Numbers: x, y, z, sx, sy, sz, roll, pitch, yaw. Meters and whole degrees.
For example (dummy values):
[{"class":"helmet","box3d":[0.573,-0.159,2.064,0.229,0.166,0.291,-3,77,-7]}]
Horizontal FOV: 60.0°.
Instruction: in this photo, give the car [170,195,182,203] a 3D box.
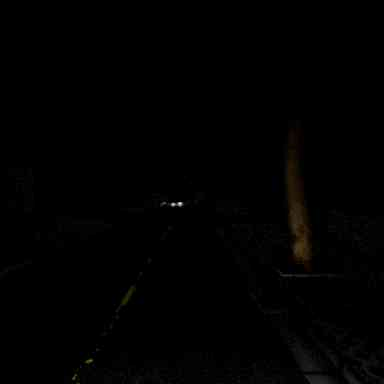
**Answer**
[{"class":"car","box3d":[-2.786,1.208,60.548,1.994,1.385,4.181,0,1,1]}]

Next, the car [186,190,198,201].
[{"class":"car","box3d":[-0.001,0.733,70.859,2.150,2.045,5.566,0,1,0]}]

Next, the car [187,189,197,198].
[{"class":"car","box3d":[-0.001,0.428,81.277,2.150,2.045,5.566,0,1,0]}]
